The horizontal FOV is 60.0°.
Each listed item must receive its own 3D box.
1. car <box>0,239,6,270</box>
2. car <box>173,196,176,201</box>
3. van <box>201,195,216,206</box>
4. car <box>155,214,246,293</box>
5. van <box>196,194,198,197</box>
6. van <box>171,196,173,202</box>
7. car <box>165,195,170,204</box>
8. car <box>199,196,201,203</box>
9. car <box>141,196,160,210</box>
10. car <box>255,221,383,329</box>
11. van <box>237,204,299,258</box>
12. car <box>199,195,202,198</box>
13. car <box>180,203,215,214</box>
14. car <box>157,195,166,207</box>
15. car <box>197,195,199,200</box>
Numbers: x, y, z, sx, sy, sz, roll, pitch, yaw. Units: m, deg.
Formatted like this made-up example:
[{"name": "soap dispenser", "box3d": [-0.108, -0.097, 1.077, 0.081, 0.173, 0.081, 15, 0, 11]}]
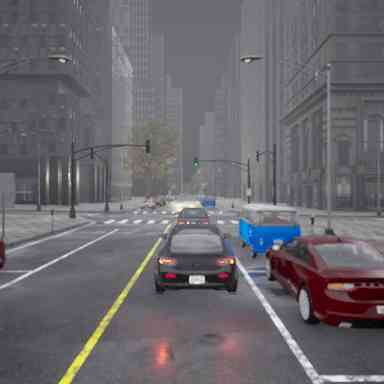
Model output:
[{"name": "car", "box3d": [-5.787, 1.564, 7.014, 1.887, 1.381, 4.507, 0, 0, 0]}, {"name": "car", "box3d": [-5.895, 1.856, 87.420, 1.947, 1.339, 4.313, 0, 0, 0]}, {"name": "van", "box3d": [2.688, 1.492, 50.519, 1.690, 1.788, 3.998, 0, 0, 0]}, {"name": "car", "box3d": [0.094, 1.549, 8.795, 1.812, 1.442, 4.674, 0, 0, 0]}, {"name": "van", "box3d": [2.637, 1.613, 82.998, 1.690, 1.788, 3.998, 0, 0, 0]}, {"name": "van", "box3d": [-5.878, 1.589, 76.843, 1.690, 1.788, 3.998, 0, 0, 0]}, {"name": "car", "box3d": [-5.853, 1.503, 60.977, 2.192, 1.841, 5.009, 0, 0, 0]}, {"name": "car", "box3d": [2.679, 1.736, 55.931, 1.947, 1.339, 4.313, 0, 0, 0]}, {"name": "car", "box3d": [-5.835, 1.659, 44.937, 1.752, 1.417, 4.829, 0, 0, 0]}, {"name": "car", "box3d": [2.768, 1.563, 7.009, 1.887, 1.381, 4.507, 0, 0, 0]}, {"name": "van", "box3d": [2.761, 1.375, 12.534, 1.690, 1.788, 3.998, 0, 0, 0]}, {"name": "car", "box3d": [2.670, 1.734, 61.344, 1.887, 1.381, 4.507, 0, 0, 0]}, {"name": "car", "box3d": [0.072, 1.599, 18.747, 2.033, 1.411, 5.357, 0, 0, 0]}, {"name": "car", "box3d": [-5.846, 1.714, 55.687, 1.887, 1.381, 4.507, 0, 0, 0]}, {"name": "car", "box3d": [2.653, 1.780, 72.171, 2.008, 1.369, 4.403, 0, 0, 0]}]
